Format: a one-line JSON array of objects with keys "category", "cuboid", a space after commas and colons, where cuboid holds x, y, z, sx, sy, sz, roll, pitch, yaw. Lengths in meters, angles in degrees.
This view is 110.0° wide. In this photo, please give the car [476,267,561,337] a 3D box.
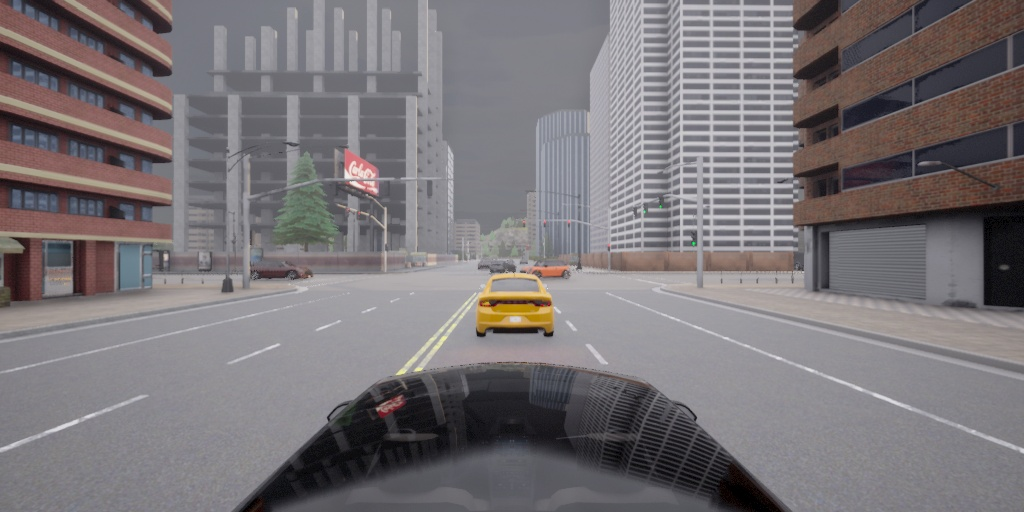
[{"category": "car", "cuboid": [0.060, 1.242, 10.350, 1.882, 1.535, 5.008, 0, 0, 0]}]

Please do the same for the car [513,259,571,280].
[{"category": "car", "cuboid": [2.783, 1.150, 30.925, 4.553, 1.767, 2.097, 0, 0, -29]}]

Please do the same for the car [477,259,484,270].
[{"category": "car", "cuboid": [-3.896, 1.187, 52.619, 2.097, 1.767, 4.553, 0, 0, 0]}]

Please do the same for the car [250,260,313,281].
[{"category": "car", "cuboid": [-19.415, 1.150, 30.284, 4.553, 1.767, 2.097, 0, 0, -2]}]

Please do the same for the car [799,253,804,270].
[{"category": "car", "cuboid": [28.472, 1.019, 30.783, 5.566, 2.045, 2.150, 0, 0, -1]}]

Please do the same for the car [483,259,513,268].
[{"category": "car", "cuboid": [-0.989, 1.306, 40.673, 2.128, 1.511, 4.902, 0, 0, 20]}]
